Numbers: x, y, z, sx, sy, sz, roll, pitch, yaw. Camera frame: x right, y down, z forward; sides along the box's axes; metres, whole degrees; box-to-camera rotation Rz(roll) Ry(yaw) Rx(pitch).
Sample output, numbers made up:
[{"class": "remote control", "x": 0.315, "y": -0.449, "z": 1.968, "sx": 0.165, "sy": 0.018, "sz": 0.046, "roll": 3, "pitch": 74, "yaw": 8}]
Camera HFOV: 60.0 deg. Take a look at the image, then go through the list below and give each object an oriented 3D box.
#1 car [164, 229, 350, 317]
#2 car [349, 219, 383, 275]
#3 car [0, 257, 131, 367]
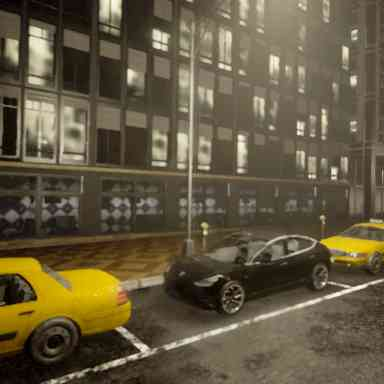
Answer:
[{"class": "car", "x": 1.439, "y": 1.594, "z": 7.579, "sx": 4.313, "sy": 1.339, "sz": 1.947, "roll": 0, "pitch": 1, "yaw": -36}, {"class": "car", "x": 5.811, "y": 1.581, "z": 10.705, "sx": 4.829, "sy": 1.417, "sz": 1.752, "roll": 0, "pitch": 1, "yaw": -36}, {"class": "car", "x": -3.212, "y": 1.525, "z": 4.253, "sx": 4.829, "sy": 1.417, "sz": 1.752, "roll": 0, "pitch": 1, "yaw": -36}]
